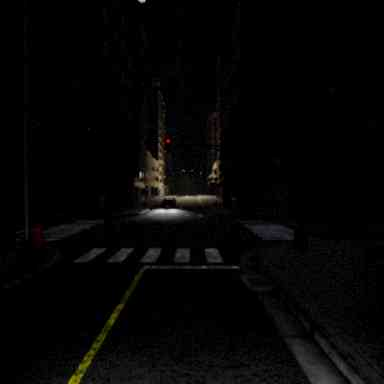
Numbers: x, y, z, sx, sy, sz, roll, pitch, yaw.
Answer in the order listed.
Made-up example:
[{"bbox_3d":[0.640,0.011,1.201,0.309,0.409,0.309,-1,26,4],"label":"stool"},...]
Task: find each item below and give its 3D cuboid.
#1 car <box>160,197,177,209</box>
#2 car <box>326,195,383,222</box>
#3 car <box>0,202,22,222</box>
[{"bbox_3d":[-2.762,1.313,39.828,1.895,1.301,4.718,0,1,0],"label":"car"},{"bbox_3d":[12.342,1.108,23.850,5.009,1.841,2.192,0,1,0],"label":"car"},{"bbox_3d":[-14.541,1.383,23.884,4.313,1.339,1.947,0,1,0],"label":"car"}]
